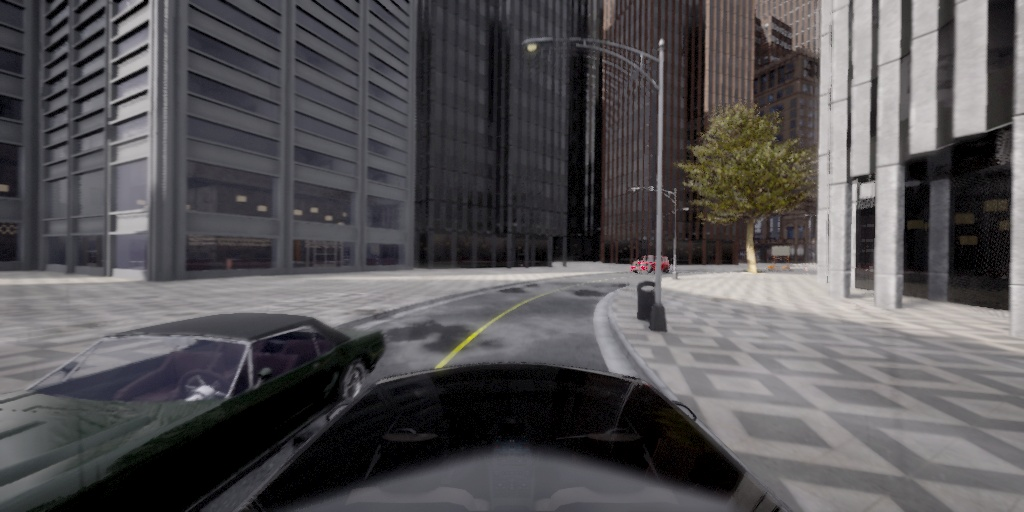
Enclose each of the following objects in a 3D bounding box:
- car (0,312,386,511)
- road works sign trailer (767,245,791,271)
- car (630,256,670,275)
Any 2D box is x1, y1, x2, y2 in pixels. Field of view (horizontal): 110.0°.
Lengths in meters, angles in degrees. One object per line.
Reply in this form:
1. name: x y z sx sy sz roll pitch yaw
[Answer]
1. car: -2.987 1.311 3.318 1.895 1.301 4.718 1 0 3
2. road works sign trailer: 36.487 0.339 48.481 2.880 3.560 2.380 0 0 -19
3. car: 15.862 1.003 40.993 5.566 2.045 2.150 1 0 -39
